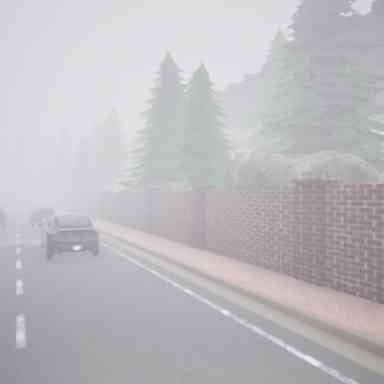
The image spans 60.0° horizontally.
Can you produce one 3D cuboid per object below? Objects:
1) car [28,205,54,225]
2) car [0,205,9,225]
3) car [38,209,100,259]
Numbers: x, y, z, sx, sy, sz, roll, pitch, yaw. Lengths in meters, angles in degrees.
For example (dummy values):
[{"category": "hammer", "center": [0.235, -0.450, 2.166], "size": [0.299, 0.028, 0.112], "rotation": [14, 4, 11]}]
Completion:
[{"category": "car", "center": [-12.000, 1.789, 26.794], "size": [1.837, 1.490, 4.892], "rotation": [0, 0, -27]}, {"category": "car", "center": [-15.440, 1.745, 25.830], "size": [1.882, 1.535, 5.008], "rotation": [0, 0, -27]}, {"category": "car", "center": [-5.022, 1.651, 13.508], "size": [1.837, 1.490, 4.892], "rotation": [0, 0, -27]}]
